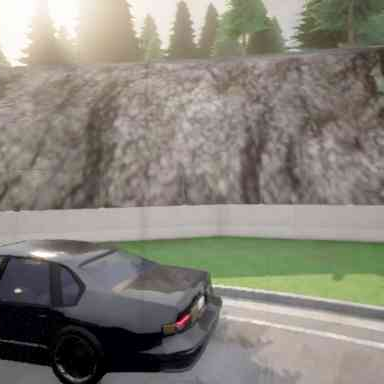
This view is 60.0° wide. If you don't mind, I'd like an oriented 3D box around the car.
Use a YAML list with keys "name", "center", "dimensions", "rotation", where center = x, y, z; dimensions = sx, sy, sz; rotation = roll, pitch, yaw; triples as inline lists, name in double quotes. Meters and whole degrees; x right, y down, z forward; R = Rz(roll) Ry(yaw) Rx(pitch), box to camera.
- name: "car"
  center: [-2.308, 1.440, 4.815]
  dimensions: [5.357, 1.411, 2.033]
  rotation: [-1, 2, 16]
